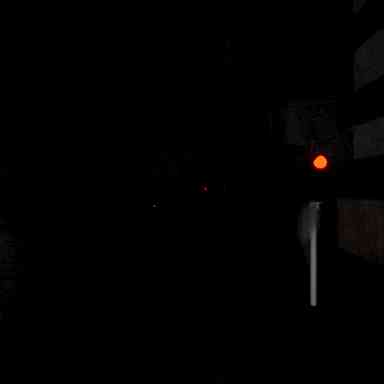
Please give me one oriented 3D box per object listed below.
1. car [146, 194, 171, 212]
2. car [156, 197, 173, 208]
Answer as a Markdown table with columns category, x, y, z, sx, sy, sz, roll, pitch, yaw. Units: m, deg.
| category | x | y | z | sx | sy | sz | roll | pitch | yaw |
| --- | --- | --- | --- | --- | --- | --- | --- | --- | --- |
| car | -4.138 | 1.221 | 39.674 | 2.150 | 2.045 | 5.566 | 0 | 0 | 0 |
| car | -4.120 | 1.547 | 50.318 | 2.033 | 1.411 | 5.357 | 0 | 0 | 1 |
